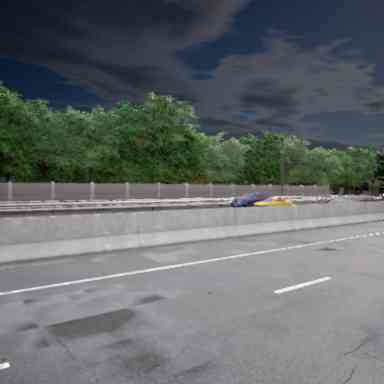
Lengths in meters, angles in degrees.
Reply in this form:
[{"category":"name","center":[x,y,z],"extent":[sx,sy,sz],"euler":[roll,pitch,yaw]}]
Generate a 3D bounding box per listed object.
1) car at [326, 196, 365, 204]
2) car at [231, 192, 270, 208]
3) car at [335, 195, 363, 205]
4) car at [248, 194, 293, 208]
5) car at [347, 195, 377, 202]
[{"category":"car","center":[13.726,1.367,30.978],"extent":[4.674,1.442,1.812],"euler":[0,0,-35]},{"category":"car","center":[7.151,1.067,39.183],"extent":[5.566,2.045,2.150],"euler":[0,0,-35]},{"category":"car","center":[24.247,1.257,51.316],"extent":[4.674,1.442,1.812],"euler":[0,0,-35]},{"category":"car","center":[8.829,1.325,36.081],"extent":[5.008,1.535,1.882],"euler":[0,0,-35]},{"category":"car","center":[24.093,1.222,46.938],"extent":[5.008,1.535,1.882],"euler":[0,0,-35]}]
